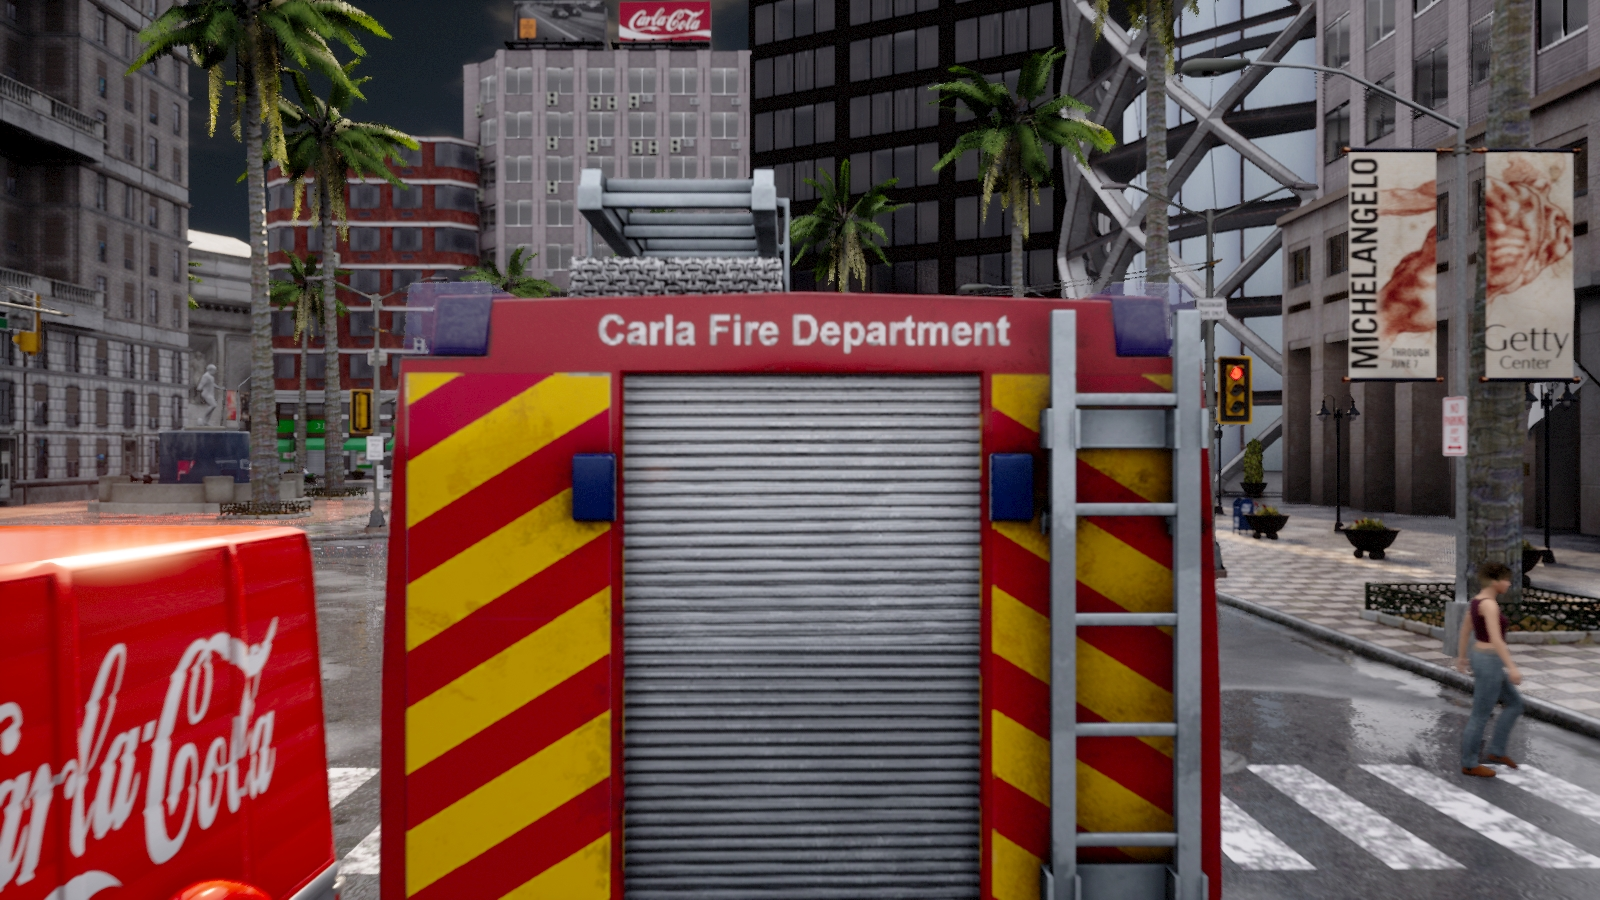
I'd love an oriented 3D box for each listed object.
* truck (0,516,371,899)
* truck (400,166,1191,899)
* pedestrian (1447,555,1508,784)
[{"bbox_3d":[-3.491,1.568,3.184,2.627,2.467,5.204,0,0,0],"label":"truck"},{"bbox_3d":[-0.058,0.889,8.411,2.891,3.827,8.468,0,0,-1],"label":"truck"},{"bbox_3d":[5.775,1.850,9.753,0.375,1.860,0.375,0,0,18],"label":"pedestrian"}]
